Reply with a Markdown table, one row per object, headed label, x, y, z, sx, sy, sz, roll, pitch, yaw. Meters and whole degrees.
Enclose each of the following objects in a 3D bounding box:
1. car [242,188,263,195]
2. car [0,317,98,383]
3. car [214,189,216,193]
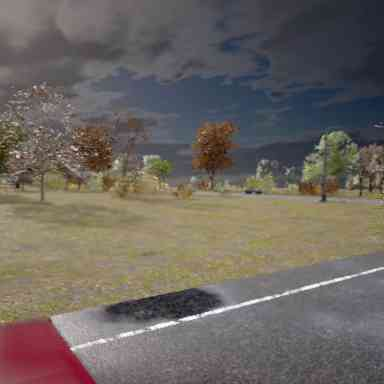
| label | x | y | z | sx | sy | sz | roll | pitch | yaw |
| --- | --- | --- | --- | --- | --- | --- | --- | --- | --- |
| car | 12.420 | -0.146 | 68.743 | 1.837 | 1.490 | 4.892 | 0 | 2 | -35 |
| car | -2.981 | 1.598 | 1.703 | 4.718 | 1.301 | 1.895 | 0 | 0 | -36 |
| car | 6.929 | -0.497 | 76.607 | 1.994 | 1.385 | 4.181 | 0 | 2 | -35 |
